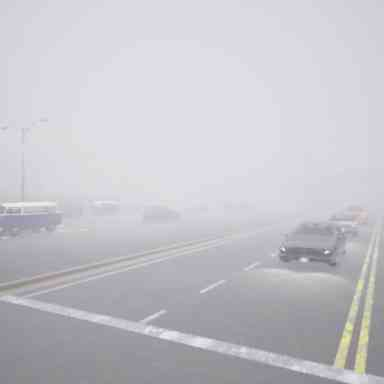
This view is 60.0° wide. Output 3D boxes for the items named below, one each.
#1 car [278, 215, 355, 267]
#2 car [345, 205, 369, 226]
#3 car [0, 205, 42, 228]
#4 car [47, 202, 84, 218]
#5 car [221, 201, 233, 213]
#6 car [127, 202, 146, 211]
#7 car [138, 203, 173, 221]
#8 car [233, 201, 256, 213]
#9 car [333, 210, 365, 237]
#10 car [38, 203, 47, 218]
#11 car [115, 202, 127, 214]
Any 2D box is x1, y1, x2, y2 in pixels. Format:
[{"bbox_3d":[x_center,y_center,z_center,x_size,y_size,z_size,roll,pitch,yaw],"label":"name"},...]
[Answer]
[{"bbox_3d":[4.950,1.864,13.103,2.033,1.411,5.357,-1,-2,30],"label":"car"},{"bbox_3d":[14.704,2.008,29.971,2.097,1.767,4.553,-1,-2,30],"label":"car"},{"bbox_3d":[-17.244,2.349,32.521,1.970,1.475,3.806,-1,-2,30],"label":"car"},{"bbox_3d":[-19.312,2.575,51.093,1.932,1.855,4.605,-1,-2,30],"label":"car"},{"bbox_3d":[6.462,2.517,56.408,1.905,1.878,3.866,-1,-2,30],"label":"car"},{"bbox_3d":[-10.516,2.882,66.242,1.905,1.878,3.866,-1,-2,30],"label":"car"},{"bbox_3d":[-4.662,2.504,42.670,1.970,1.475,3.806,-1,-2,30],"label":"car"},{"bbox_3d":[8.936,2.460,54.906,1.932,1.855,4.605,-1,-2,30],"label":"car"},{"bbox_3d":[9.756,2.085,21.421,1.895,1.301,4.718,-1,-2,30],"label":"car"},{"bbox_3d":[-21.781,2.840,52.600,1.784,1.438,3.905,-1,-2,30],"label":"car"},{"bbox_3d":[-13.010,3.176,67.702,1.970,1.475,3.806,-1,-2,30],"label":"car"}]
